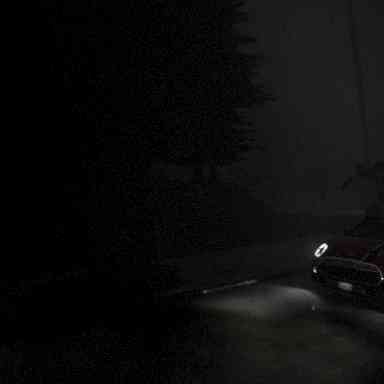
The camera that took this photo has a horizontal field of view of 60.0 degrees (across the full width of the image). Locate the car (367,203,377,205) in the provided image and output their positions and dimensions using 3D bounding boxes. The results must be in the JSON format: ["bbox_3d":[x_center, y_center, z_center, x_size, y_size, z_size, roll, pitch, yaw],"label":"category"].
[{"bbox_3d":[19.973,1.459,33.439,1.837,1.490,4.892,0,0,-35],"label":"car"}]

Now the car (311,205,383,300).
[{"bbox_3d":[4.979,1.340,8.143,4.553,1.767,2.097,0,0,-35],"label":"car"}]
